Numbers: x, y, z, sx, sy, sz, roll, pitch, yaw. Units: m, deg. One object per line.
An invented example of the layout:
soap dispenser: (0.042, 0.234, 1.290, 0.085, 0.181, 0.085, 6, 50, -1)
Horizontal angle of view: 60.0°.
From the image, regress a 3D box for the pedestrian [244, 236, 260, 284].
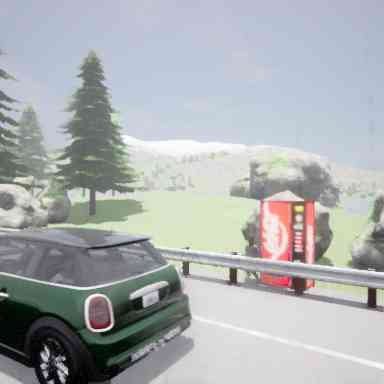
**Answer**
pedestrian: (1.437, 1.294, 8.112, 0.375, 1.860, 0.375, 0, 0, 34)

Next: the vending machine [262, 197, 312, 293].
vending machine: (2.333, 1.195, 8.119, 0.880, 2.100, 1.100, 0, 0, 34)

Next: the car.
car: (-2.311, 1.354, 5.315, 4.553, 1.767, 2.097, 0, 0, 32)
